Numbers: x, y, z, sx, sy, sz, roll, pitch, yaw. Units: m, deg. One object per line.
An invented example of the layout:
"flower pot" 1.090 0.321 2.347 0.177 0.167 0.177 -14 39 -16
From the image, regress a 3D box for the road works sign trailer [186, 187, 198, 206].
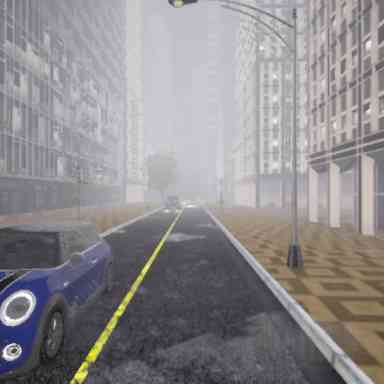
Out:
"road works sign trailer" 0.009 0.814 62.279 2.380 3.560 2.880 0 0 0

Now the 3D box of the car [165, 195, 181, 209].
"car" -2.808 1.488 49.378 2.150 2.045 5.566 0 -1 0

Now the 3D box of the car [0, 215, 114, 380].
"car" -2.850 1.378 5.827 2.097 1.767 4.553 0 0 0
